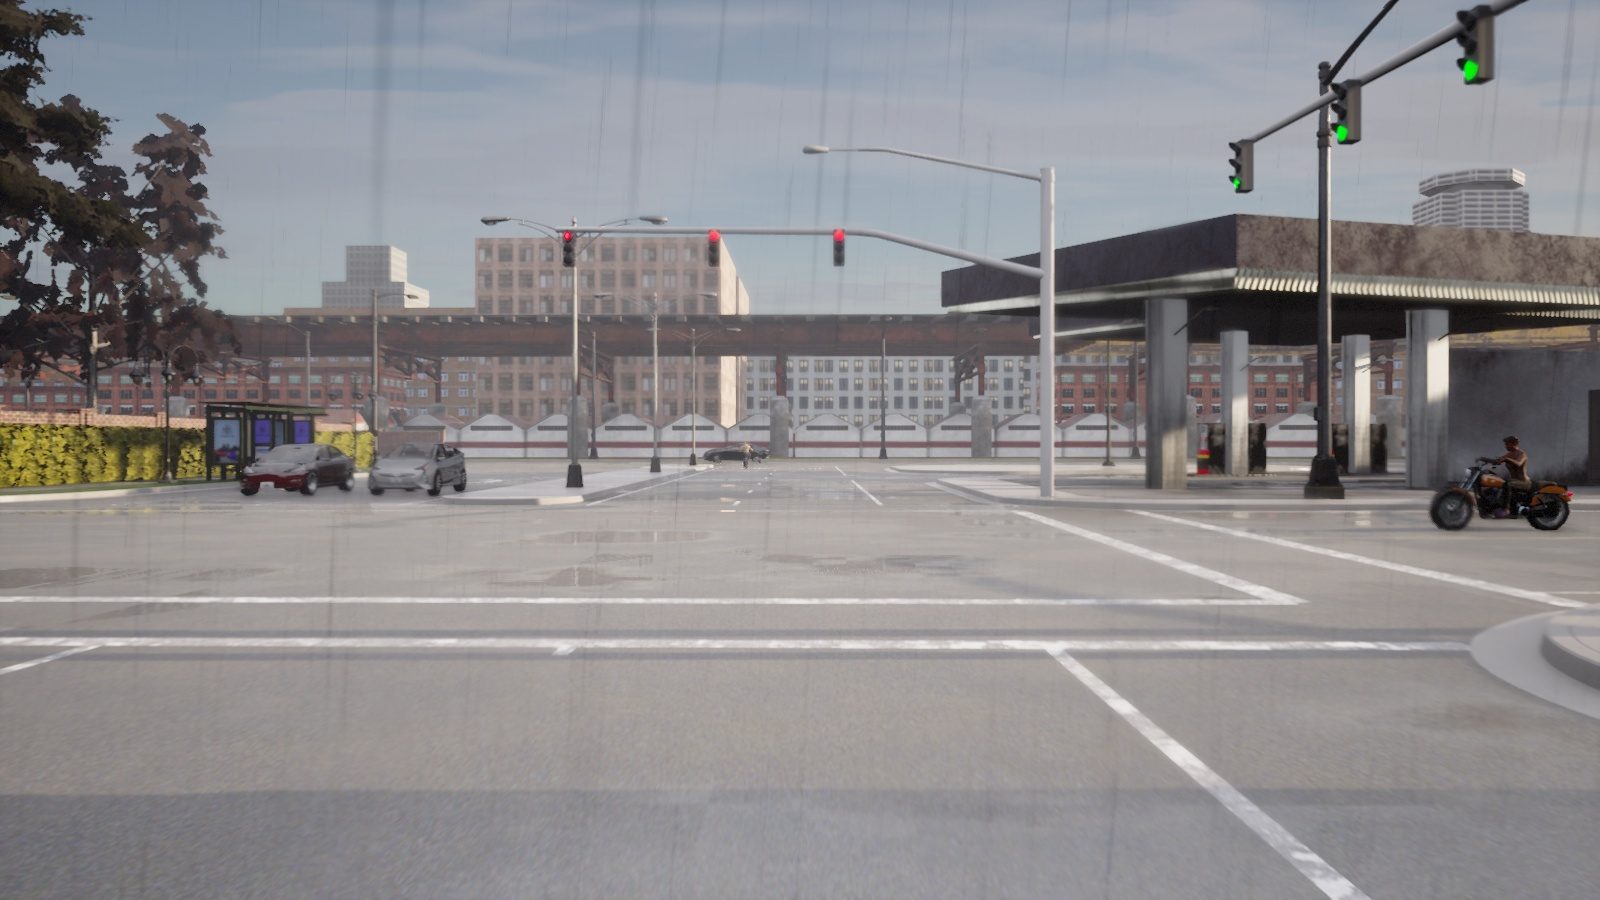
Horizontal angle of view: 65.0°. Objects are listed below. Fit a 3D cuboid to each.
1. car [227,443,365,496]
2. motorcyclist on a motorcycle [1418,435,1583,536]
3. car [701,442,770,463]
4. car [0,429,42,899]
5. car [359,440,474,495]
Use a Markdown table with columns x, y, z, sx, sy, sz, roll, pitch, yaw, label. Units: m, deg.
| x | y | z | sx | sy | sz | roll | pitch | yaw | label |
| --- | --- | --- | --- | --- | --- | --- | --- | --- | --- |
| -14.794 | 0.525 | 37.176 | 2.163 | 1.488 | 4.792 | 0 | 0 | 0 | car |
| 11.733 | 0.587 | 21.078 | 2.350 | 1.649 | 0.766 | 0 | 0 | -1 | motorcyclist on a motorcycle |
| -4.630 | 0.187 | 90.873 | 4.902 | 1.511 | 2.128 | 0 | 0 | 1 | car |
| -3.475 | 0.712 | 1.662 | 1.882 | 1.535 | 5.008 | 0 | 0 | 0 | car |
| -11.273 | 0.474 | 37.272 | 2.007 | 1.525 | 4.514 | 0 | 0 | 0 | car |
